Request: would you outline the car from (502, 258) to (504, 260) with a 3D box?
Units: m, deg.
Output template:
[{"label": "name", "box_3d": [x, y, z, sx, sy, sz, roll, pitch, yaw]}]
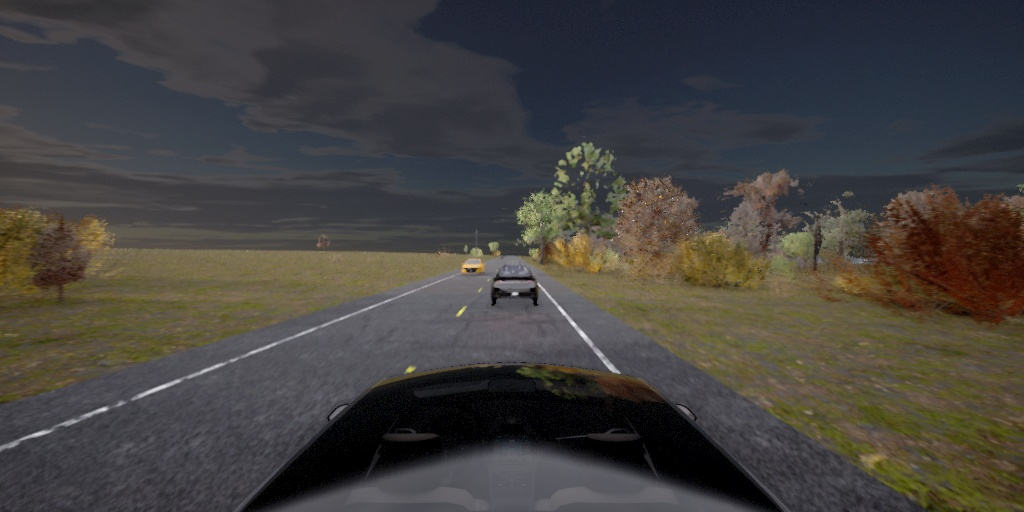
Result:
[{"label": "car", "box_3d": [0.098, 1.110, 35.110, 1.895, 1.301, 4.718, 0, 0, 0]}]

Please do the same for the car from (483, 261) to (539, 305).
[{"label": "car", "box_3d": [0.099, 1.143, 15.321, 2.128, 1.511, 4.902, 0, 0, 0]}]

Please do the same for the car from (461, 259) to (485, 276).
[{"label": "car", "box_3d": [-3.588, 0.996, 33.847, 1.882, 1.535, 5.008, 0, 0, 0]}]
